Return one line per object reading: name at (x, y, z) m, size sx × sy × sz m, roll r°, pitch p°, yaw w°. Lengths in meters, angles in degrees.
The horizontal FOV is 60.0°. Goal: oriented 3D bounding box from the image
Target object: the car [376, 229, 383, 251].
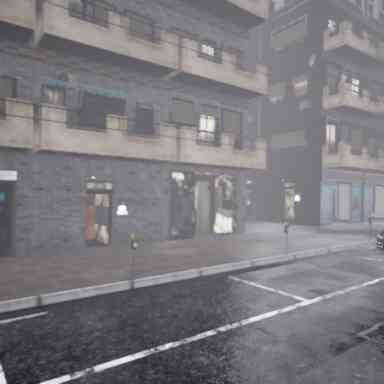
car at (8.762, 1.564, 12.748) m, size 4.403 × 1.369 × 2.008 m, roll 0°, pitch 1°, yaw -35°
